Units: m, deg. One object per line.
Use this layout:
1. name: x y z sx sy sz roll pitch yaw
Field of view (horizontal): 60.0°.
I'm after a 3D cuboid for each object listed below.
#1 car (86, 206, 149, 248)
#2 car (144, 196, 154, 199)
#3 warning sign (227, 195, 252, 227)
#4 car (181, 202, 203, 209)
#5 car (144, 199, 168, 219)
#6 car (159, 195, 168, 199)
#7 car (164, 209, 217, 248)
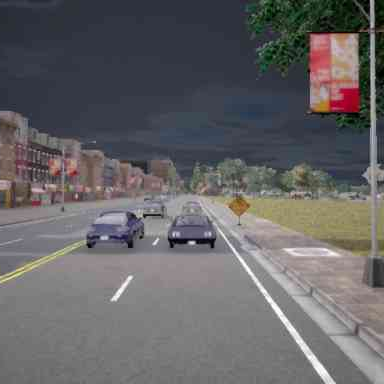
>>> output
1. car: -3.250 1.540 14.652 1.812 1.442 4.674 0 0 0
2. car: -9.750 1.534 75.927 2.033 1.411 5.357 0 0 0
3. warning sign: 2.835 1.126 19.984 1.300 1.860 1.060 -1 -1 0
4. car: 0.000 1.585 29.654 2.033 1.411 5.357 0 0 0
5. car: -3.250 1.585 29.654 2.033 1.411 5.357 0 0 0
6. car: -6.500 1.518 75.926 1.812 1.442 4.674 0 0 0
7. car: 0.000 1.624 14.682 1.895 1.301 4.718 0 0 0
